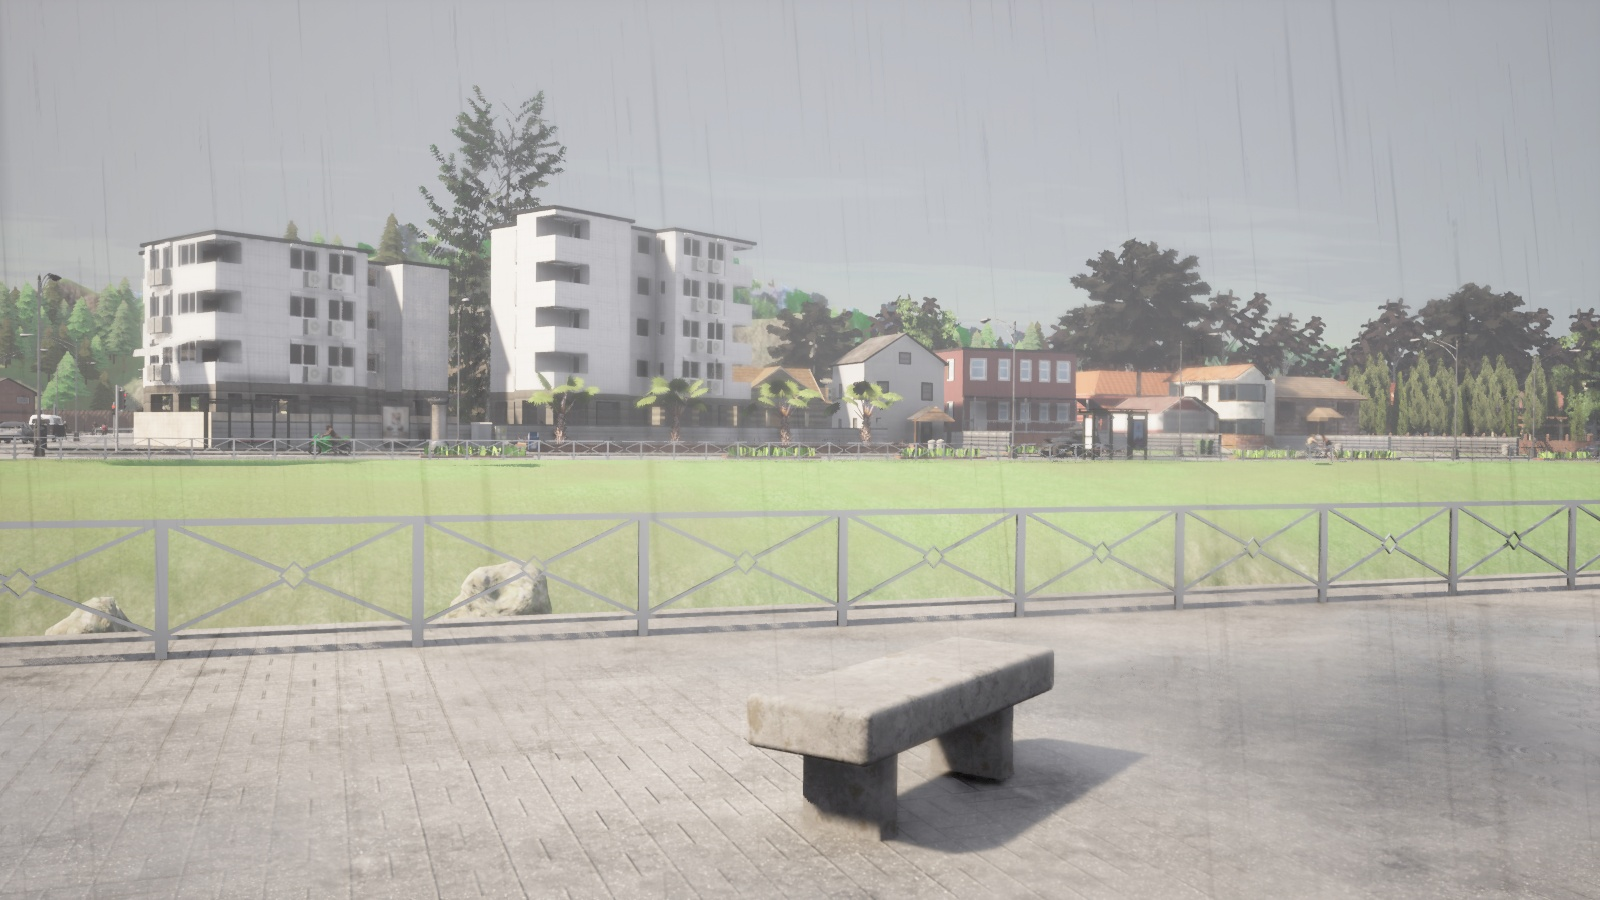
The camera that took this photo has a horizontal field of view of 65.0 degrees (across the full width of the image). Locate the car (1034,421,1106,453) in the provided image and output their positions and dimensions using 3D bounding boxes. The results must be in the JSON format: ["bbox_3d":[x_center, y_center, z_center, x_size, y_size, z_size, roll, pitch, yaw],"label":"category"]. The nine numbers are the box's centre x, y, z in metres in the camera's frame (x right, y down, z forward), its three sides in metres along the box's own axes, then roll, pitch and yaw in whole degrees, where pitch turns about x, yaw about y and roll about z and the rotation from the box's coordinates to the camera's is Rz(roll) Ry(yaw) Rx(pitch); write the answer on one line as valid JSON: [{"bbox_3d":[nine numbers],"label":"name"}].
[{"bbox_3d":[16.323,-0.819,75.977,3.866,1.878,1.905,-1,1,-21],"label":"car"}]

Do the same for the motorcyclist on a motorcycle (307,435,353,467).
[{"bbox_3d":[-22.863,0.033,61.111,2.044,1.523,0.797,-1,1,-21],"label":"motorcyclist on a motorcycle"}]
